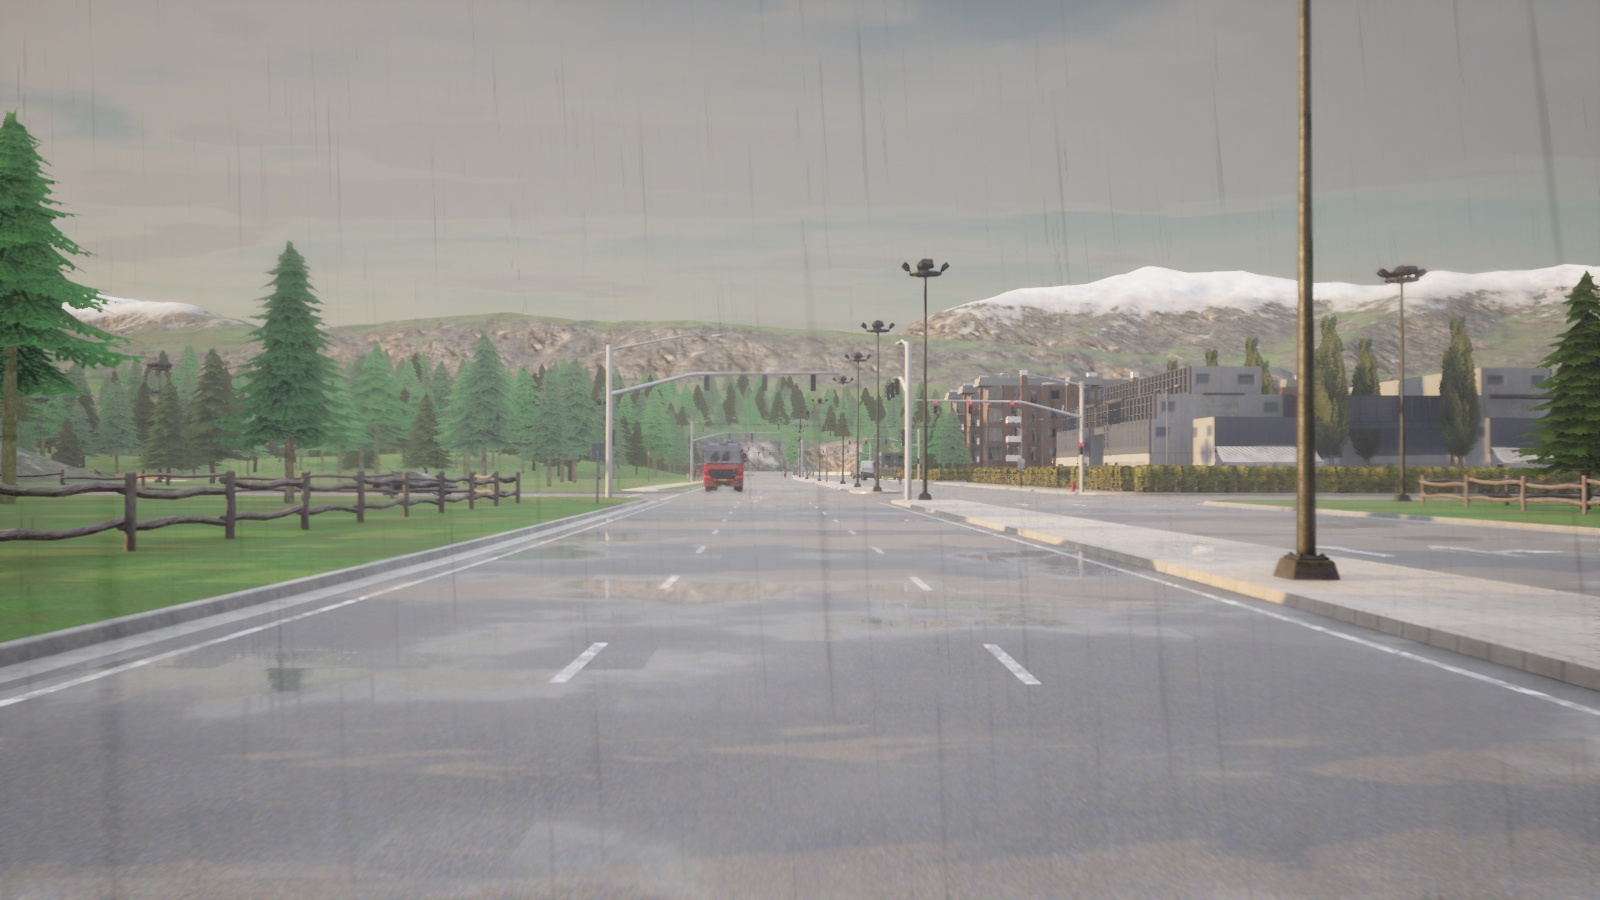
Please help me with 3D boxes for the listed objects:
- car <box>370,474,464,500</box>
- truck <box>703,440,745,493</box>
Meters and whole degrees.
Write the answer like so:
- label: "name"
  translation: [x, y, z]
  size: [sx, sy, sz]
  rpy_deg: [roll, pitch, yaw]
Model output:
- label: "car"
  translation: [-22.218, 2.126, 73.031]
  size: [4.792, 1.488, 2.163]
  rpy_deg: [0, -1, -1]
- label: "truck"
  translation: [-5.737, 1.283, 96.187]
  size: [2.891, 3.827, 8.468]
  rpy_deg: [0, -1, -2]
